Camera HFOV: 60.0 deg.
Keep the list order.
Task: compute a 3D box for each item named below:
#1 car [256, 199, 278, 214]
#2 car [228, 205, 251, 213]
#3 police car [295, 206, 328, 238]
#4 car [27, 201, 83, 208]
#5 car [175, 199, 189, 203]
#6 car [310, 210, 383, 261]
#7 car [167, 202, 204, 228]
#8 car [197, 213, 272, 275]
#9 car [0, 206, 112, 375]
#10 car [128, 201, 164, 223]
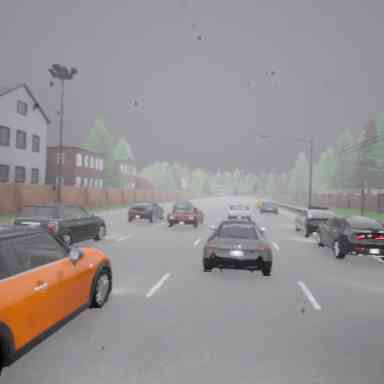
[{"bbox_3d":[9.234,1.903,40.257,1.994,1.385,4.181,2,0,8],"label":"car"},{"bbox_3d":[4.102,1.773,28.760,1.895,1.301,4.718,2,0,8],"label":"car"},{"bbox_3d":[7.227,1.667,19.352,1.930,1.638,5.238,2,0,8],"label":"police car"},{"bbox_3d":[-5.200,1.230,13.447,2.097,1.767,4.553,2,0,8],"label":"car"},{"bbox_3d":[-1.115,1.613,41.441,1.994,1.385,4.181,2,0,8],"label":"car"},{"bbox_3d":[6.341,1.711,13.306,1.837,1.490,4.892,2,0,8],"label":"car"},{"bbox_3d":[-0.313,1.636,22.744,1.895,1.301,4.718,2,0,8],"label":"car"},{"bbox_3d":[1.494,1.627,10.911,1.994,1.385,4.181,2,0,8],"label":"car"},{"bbox_3d":[-2.891,1.281,5.047,2.097,1.767,4.553,2,0,8],"label":"car"},{"bbox_3d":[-3.443,1.459,25.510,1.837,1.490,4.892,2,0,8],"label":"car"}]
